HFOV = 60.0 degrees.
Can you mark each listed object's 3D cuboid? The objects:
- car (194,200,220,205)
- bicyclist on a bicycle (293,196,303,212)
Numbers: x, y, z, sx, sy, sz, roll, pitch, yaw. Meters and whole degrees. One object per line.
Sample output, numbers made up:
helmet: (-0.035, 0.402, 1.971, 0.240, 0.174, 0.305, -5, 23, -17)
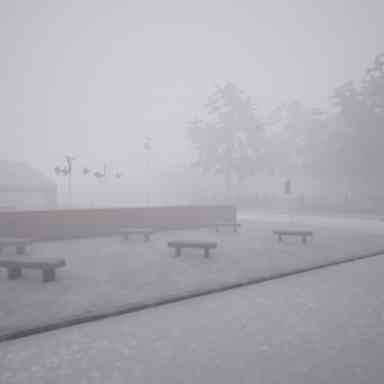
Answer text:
car: (1.717, 1.505, 32.577, 1.994, 1.385, 4.181, 0, 0, -35)
bicyclist on a bicycle: (10.881, 1.264, 34.167, 1.656, 1.620, 0.582, -1, 0, -35)
